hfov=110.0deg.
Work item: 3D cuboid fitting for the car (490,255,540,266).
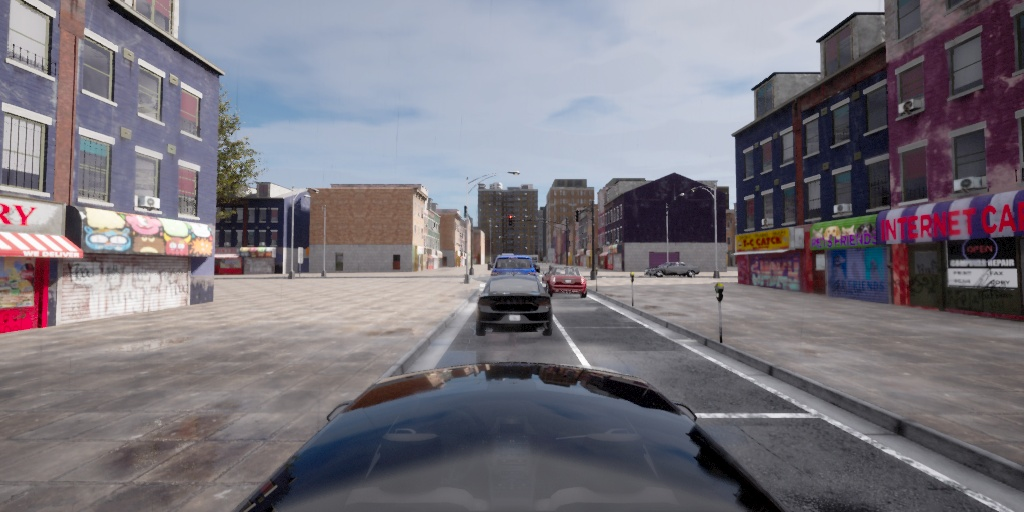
[{"bbox_3d":[0.063,0.992,18.035,2.150,2.045,5.566,0,0,0],"label":"car"}]

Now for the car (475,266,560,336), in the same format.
[{"bbox_3d":[0.033,1.235,10.493,1.882,1.535,5.008,0,0,-1],"label":"car"}]

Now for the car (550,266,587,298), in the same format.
[{"bbox_3d":[2.610,1.210,18.724,1.967,1.591,4.097,0,0,0],"label":"car"}]

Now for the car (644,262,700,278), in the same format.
[{"bbox_3d":[14.940,1.314,33.571,4.902,1.511,2.128,0,-2,0],"label":"car"}]
